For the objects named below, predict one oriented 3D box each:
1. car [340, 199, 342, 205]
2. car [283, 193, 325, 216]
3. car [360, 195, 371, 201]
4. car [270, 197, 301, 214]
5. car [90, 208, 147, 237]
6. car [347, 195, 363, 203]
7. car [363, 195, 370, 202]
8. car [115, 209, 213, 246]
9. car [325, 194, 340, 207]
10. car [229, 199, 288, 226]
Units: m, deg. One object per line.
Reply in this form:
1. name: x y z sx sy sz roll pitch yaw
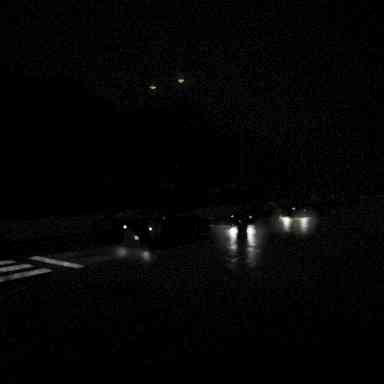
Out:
1. car: 23.069 1.482 53.955 1.947 1.339 4.313 0 0 35
2. car: 10.702 1.145 31.951 2.150 2.045 5.566 0 0 35
3. car: 42.678 1.502 81.825 1.887 1.381 4.507 0 0 35
4. car: 9.995 1.361 35.375 1.967 1.590 4.097 0 0 35
5. car: -3.077 1.499 16.795 2.008 1.369 4.403 0 0 35
6. car: 32.874 1.492 67.890 1.947 1.339 4.313 0 0 35
7. car: 39.312 1.469 77.042 1.752 1.417 4.829 0 0 35
8. car: -0.998 1.550 15.346 1.895 1.301 4.718 0 0 35
9. car: 19.801 1.232 49.310 2.192 1.841 5.009 0 0 35
10. car: 4.631 1.480 23.338 2.033 1.411 5.357 0 0 35
